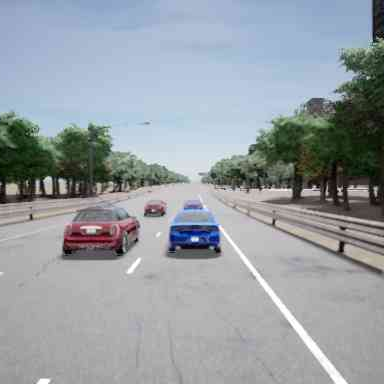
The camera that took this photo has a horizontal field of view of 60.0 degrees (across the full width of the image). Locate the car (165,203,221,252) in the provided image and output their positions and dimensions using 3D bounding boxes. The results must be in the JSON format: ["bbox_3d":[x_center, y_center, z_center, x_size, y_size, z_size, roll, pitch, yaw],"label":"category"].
[{"bbox_3d":[0.101,1.457,13.784,1.882,1.535,5.008,0,0,0],"label":"car"}]

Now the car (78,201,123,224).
[{"bbox_3d":[-6.897,1.491,25.684,2.033,1.411,5.357,0,0,0],"label":"car"}]

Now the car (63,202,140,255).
[{"bbox_3d":[-3.400,1.333,13.335,2.097,1.767,4.553,0,0,0],"label":"car"}]

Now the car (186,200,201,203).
[{"bbox_3d":[0.104,1.445,31.591,1.812,1.442,4.674,0,0,0],"label":"car"}]

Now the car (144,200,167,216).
[{"bbox_3d":[-3.397,1.446,31.601,1.812,1.442,4.674,0,0,0],"label":"car"}]
